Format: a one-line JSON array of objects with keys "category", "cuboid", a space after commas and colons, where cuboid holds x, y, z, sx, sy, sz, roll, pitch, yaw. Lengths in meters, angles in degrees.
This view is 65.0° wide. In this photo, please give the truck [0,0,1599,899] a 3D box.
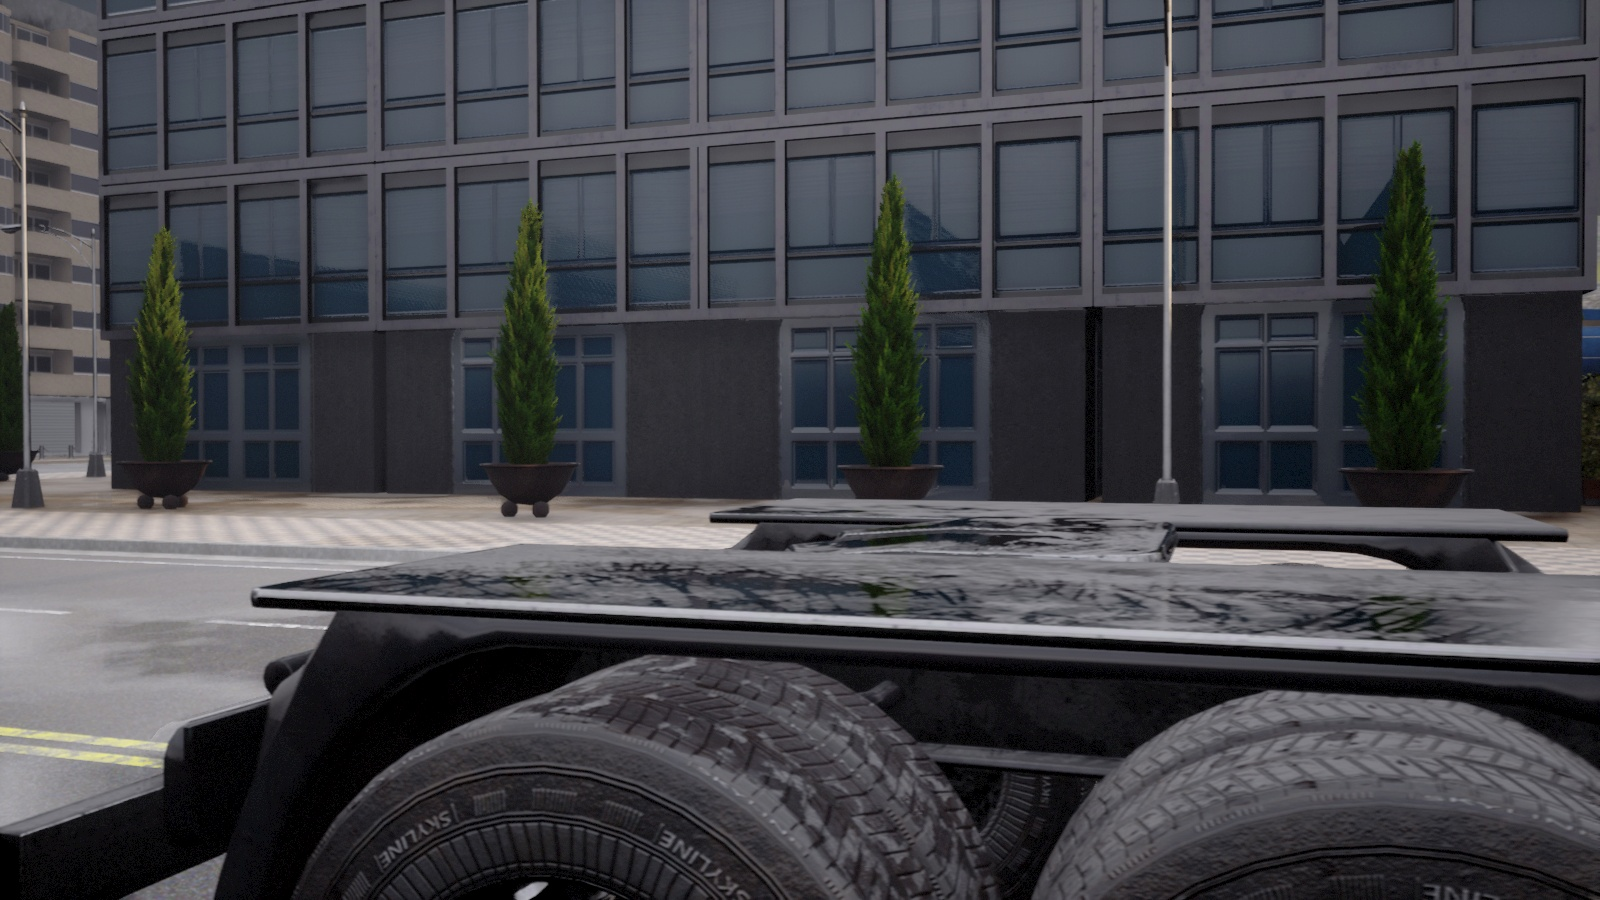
[{"category": "truck", "cuboid": [2.605, -0.181, 2.302, 7.936, 3.462, 2.891, 1, 1, 19]}]
